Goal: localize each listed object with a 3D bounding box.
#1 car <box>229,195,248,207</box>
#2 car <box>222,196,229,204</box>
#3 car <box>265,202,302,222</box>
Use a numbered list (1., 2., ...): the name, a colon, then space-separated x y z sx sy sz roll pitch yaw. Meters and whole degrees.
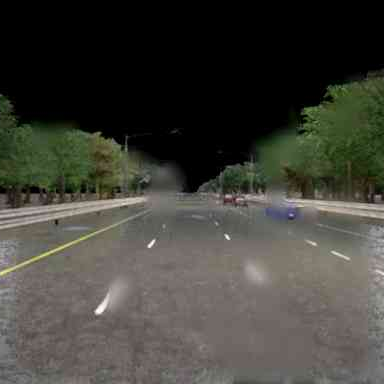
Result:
1. car: 7.013 1.505 49.462 1.812 1.442 4.674 0 0 0
2. car: 7.029 1.450 65.468 1.882 1.535 5.008 0 0 0
3. car: 7.008 1.485 25.883 1.882 1.535 5.008 0 0 0
